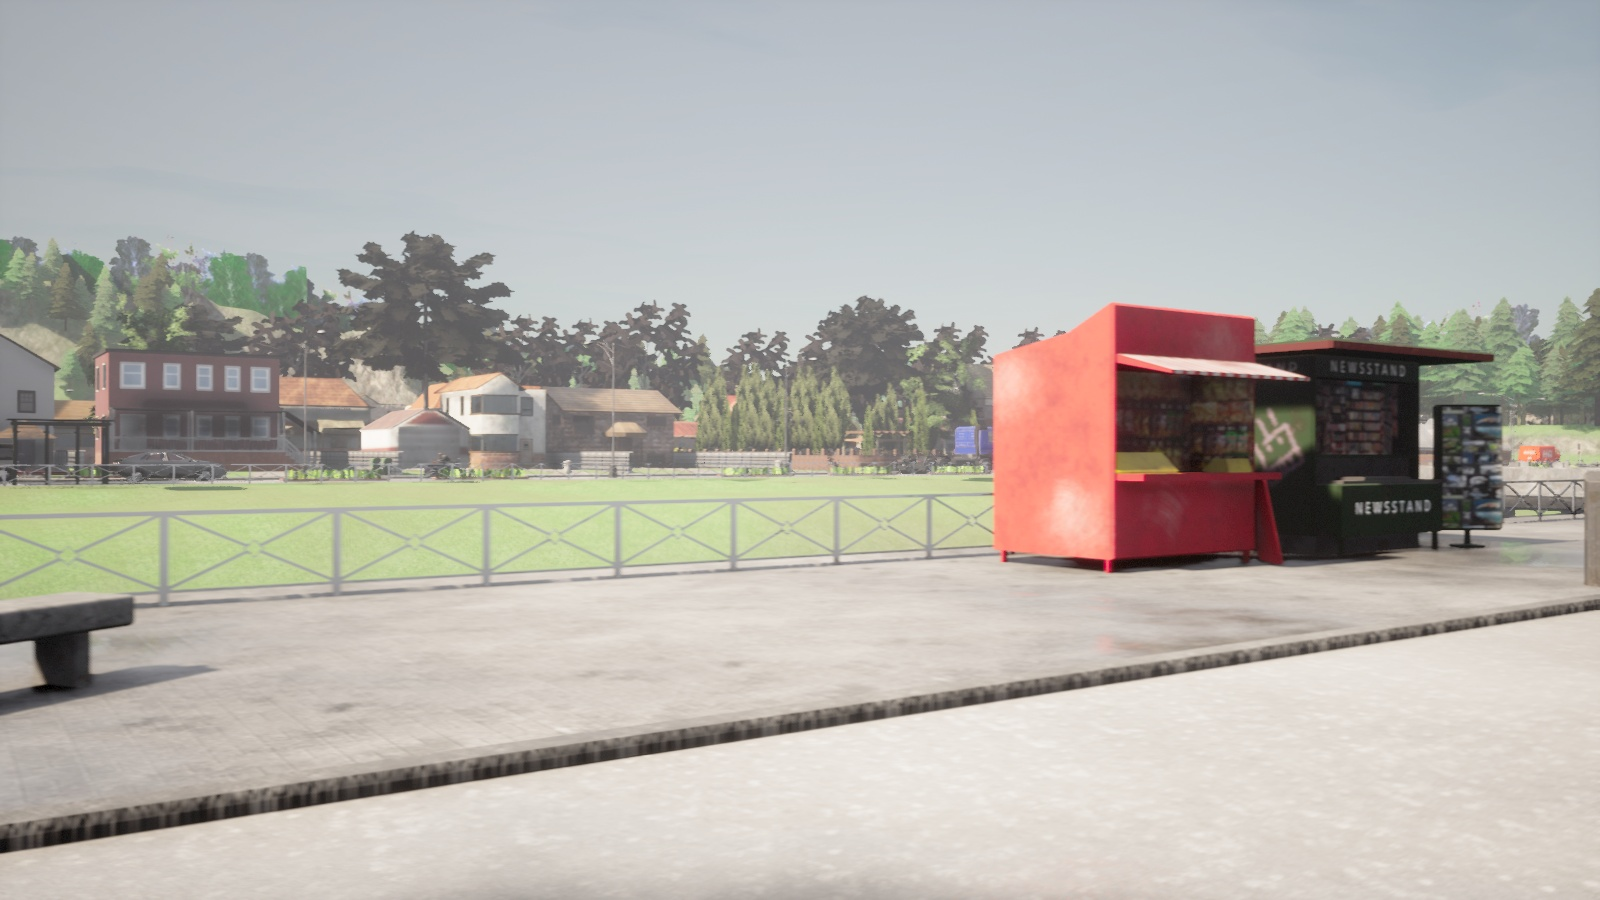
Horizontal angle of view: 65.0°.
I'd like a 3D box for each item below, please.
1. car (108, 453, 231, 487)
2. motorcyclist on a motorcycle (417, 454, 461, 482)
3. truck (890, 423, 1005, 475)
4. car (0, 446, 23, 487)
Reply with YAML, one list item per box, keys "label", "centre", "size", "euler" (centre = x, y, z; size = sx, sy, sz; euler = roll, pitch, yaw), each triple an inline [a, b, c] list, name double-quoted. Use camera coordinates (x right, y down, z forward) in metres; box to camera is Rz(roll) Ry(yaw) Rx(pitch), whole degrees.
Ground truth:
- label: "car"
  centre: [-29.537, 0.908, 58.891]
  size: [4.902, 1.511, 2.128]
  euler: [0, 0, -35]
- label: "motorcyclist on a motorcycle"
  centre: [-20.186, 0.995, 70.270]
  size: [2.191, 1.530, 0.866]
  euler: [0, 0, -35]
- label: "truck"
  centre: [10.237, -0.046, 86.567]
  size: [7.936, 3.462, 2.891]
  euler: [0, 0, -35]
- label: "car"
  centre: [-38.107, 0.763, 57.803]
  size: [3.866, 1.878, 1.905]
  euler: [0, 0, -35]
